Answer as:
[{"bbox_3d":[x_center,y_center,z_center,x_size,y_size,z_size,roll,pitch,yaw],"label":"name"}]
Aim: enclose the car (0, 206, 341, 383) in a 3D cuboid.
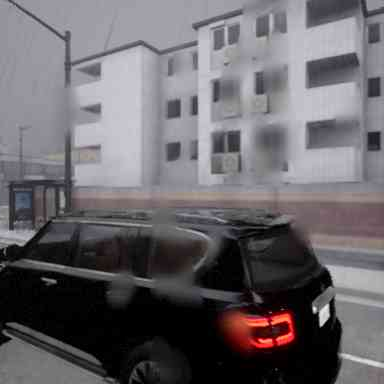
[{"bbox_3d":[-0.965,1.224,4.631,5.566,2.045,2.150,0,0,36],"label":"car"}]
